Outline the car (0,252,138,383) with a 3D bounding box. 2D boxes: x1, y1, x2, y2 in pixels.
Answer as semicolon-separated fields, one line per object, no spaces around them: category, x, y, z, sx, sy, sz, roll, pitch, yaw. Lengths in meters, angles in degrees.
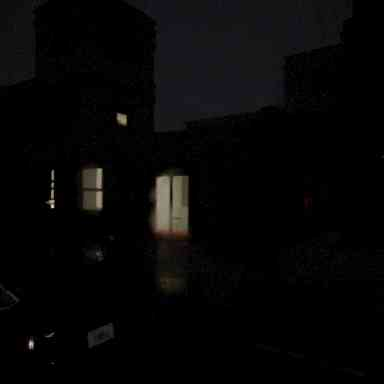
car;-2.663;1.555;4.759;4.313;1.339;1.947;0;1;35
